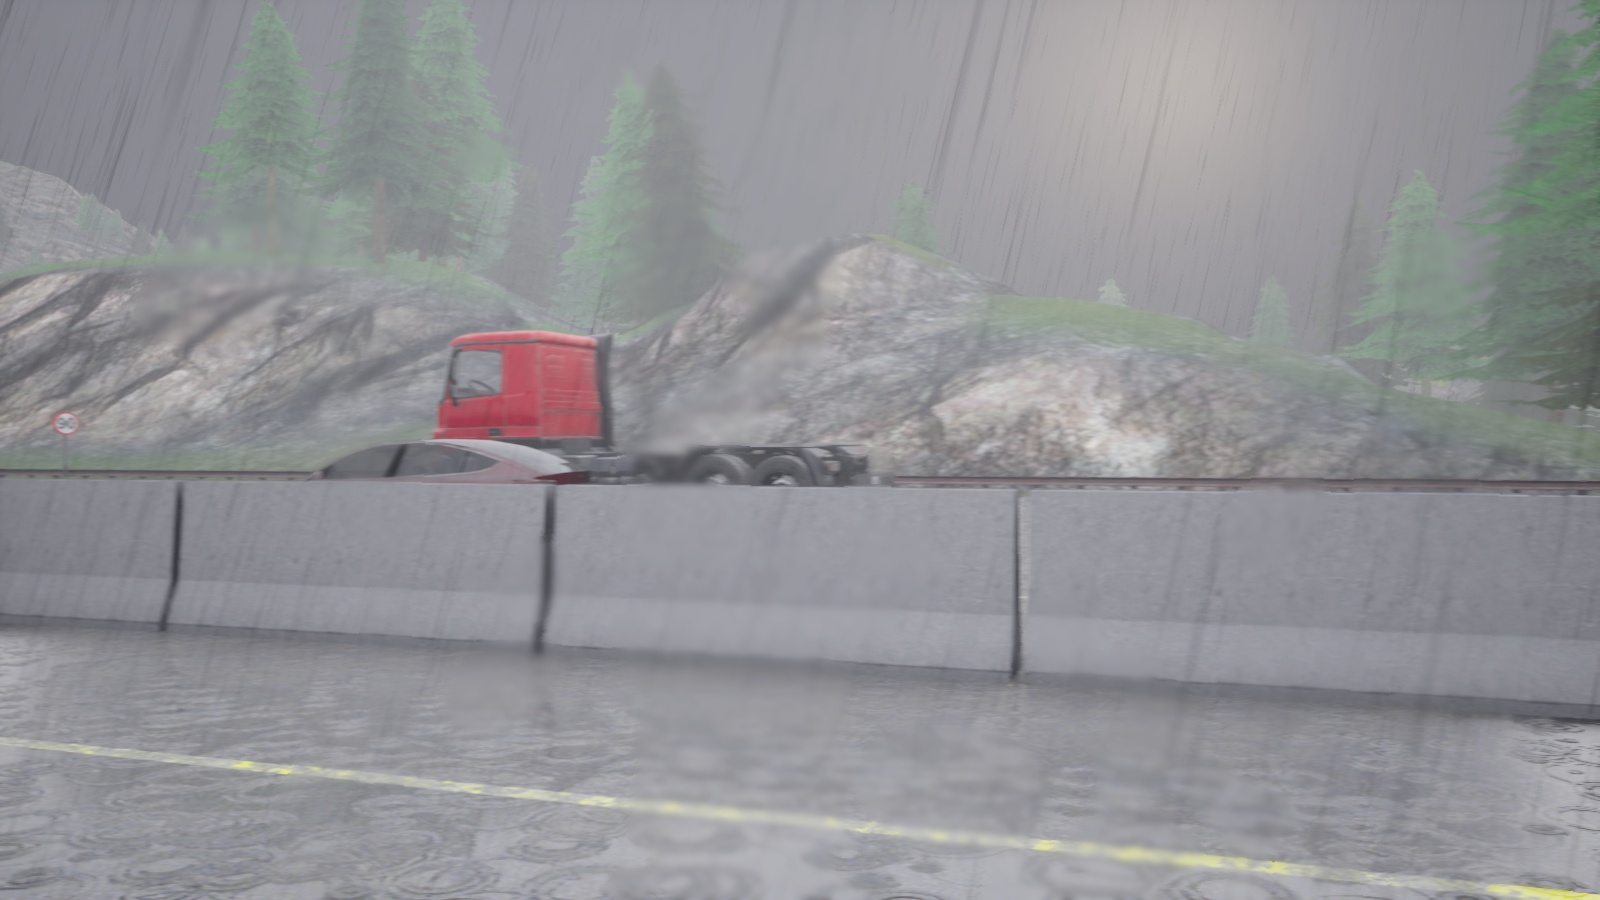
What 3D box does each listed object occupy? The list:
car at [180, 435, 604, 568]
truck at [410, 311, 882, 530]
[{"bbox_3d":[-5.152,0.560,16.004,4.792,1.488,2.163,0,1,19],"label":"car"},{"bbox_3d":[-2.742,-0.518,22.563,7.936,3.462,2.891,0,1,19],"label":"truck"}]
